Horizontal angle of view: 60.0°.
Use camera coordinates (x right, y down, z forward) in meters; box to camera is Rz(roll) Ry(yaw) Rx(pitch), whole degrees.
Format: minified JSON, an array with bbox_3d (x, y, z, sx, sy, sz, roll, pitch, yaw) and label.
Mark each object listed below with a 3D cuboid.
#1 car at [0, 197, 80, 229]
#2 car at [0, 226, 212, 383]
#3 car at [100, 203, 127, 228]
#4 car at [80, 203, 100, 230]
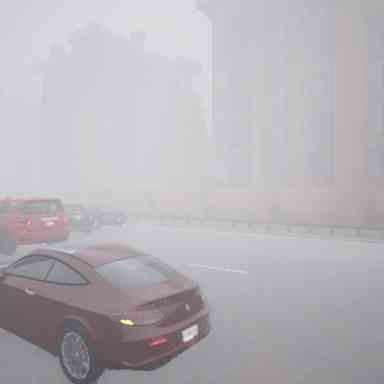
[{"bbox_3d":[-7.258,1.222,13.457,5.566,2.045,2.150,0,0,35],"label":"car"},{"bbox_3d":[-1.888,1.526,5.335,4.674,1.442,1.812,0,0,35],"label":"car"},{"bbox_3d":[-6.367,1.478,21.416,5.008,1.535,1.882,0,0,35],"label":"car"},{"bbox_3d":[-7.416,1.352,17.865,4.553,1.767,2.097,0,0,35],"label":"car"}]
